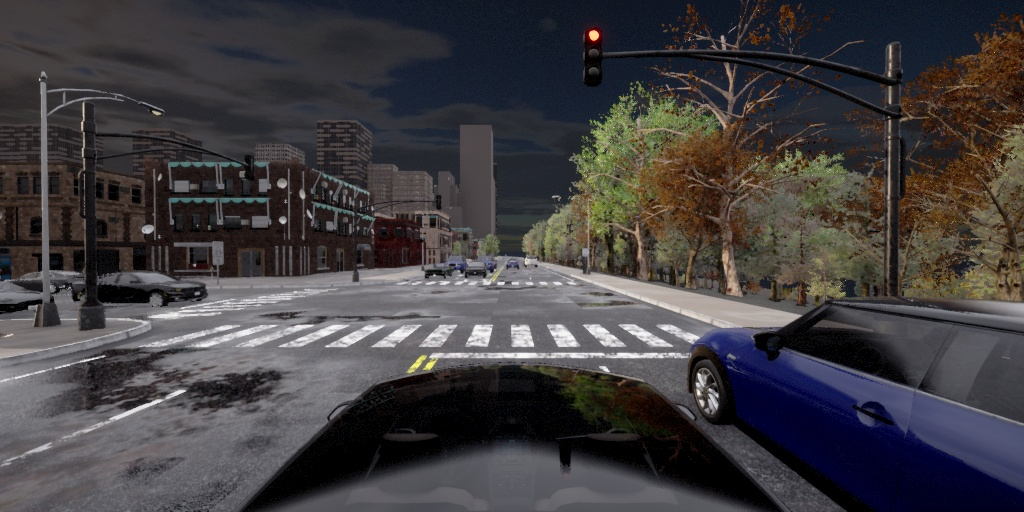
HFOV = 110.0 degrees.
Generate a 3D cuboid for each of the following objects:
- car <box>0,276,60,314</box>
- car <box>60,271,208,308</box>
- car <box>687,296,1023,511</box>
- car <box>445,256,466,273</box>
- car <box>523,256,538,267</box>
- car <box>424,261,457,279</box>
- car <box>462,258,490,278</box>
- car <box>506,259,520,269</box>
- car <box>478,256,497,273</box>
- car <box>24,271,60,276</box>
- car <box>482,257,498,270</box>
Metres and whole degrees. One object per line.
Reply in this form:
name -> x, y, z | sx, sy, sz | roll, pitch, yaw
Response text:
car -> -19.946, 1.564, 13.347 | 4.313, 1.339, 1.948 | 0, 0, 0
car -> -16.377, 1.409, 15.918 | 5.008, 1.535, 1.882 | -1, 1, 3
car -> 3.351, 1.102, 2.888 | 2.097, 1.767, 4.553 | 0, 0, 0
car -> -6.579, 0.957, 42.530 | 2.150, 2.045, 5.566 | 0, 0, 0
car -> 3.358, 0.948, 63.696 | 2.150, 2.045, 5.566 | 0, 0, 0
car -> -6.598, 1.341, 32.772 | 1.895, 1.301, 4.718 | 0, 0, 0
car -> -3.344, 1.217, 34.003 | 1.882, 1.535, 5.008 | 0, 0, -2
car -> 0.103, 1.256, 55.453 | 1.812, 1.442, 4.674 | 0, 0, 0
car -> -3.338, 0.957, 44.035 | 2.150, 2.045, 5.566 | 0, 0, 0
car -> -28.278, 1.559, 21.860 | 4.403, 1.370, 2.007 | 0, 0, 0
car -> -3.327, 1.083, 54.306 | 2.097, 1.767, 4.553 | 0, 0, 0
